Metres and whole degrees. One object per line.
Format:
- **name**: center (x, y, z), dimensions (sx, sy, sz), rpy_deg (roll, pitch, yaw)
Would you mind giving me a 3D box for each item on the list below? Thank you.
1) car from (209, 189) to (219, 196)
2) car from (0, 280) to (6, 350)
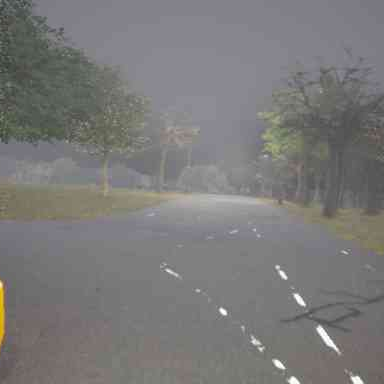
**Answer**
- **car**: center (5.429, 0.073, 79.207), dimensions (2.033, 1.411, 5.357), rpy_deg (4, 1, 12)
- **car**: center (-3.174, 1.331, 1.748), dimensions (1.882, 1.535, 5.008), rpy_deg (4, 1, 4)
